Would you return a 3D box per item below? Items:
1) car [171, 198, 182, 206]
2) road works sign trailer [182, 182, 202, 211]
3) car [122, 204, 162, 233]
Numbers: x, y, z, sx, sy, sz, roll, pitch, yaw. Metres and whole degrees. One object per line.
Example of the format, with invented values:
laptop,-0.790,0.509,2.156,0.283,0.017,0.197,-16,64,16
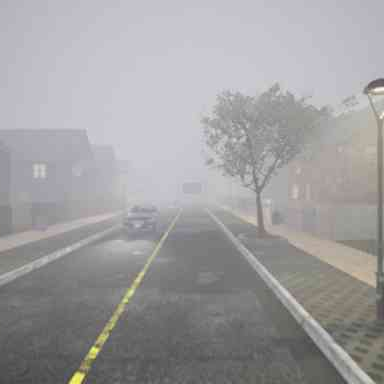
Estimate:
car,-2.779,1.814,61.185,1.895,1.301,4.718,0,0,1
road works sign trailer,0.008,0.560,41.478,2.380,3.560,2.880,0,0,0
car,-2.848,1.508,19.785,2.128,1.511,4.902,0,0,0
